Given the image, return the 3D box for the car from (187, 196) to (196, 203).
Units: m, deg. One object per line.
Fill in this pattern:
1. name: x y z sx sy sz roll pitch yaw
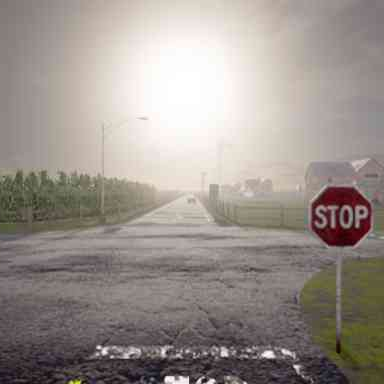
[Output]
1. car: -0.061 1.570 71.403 2.128 1.511 4.902 0 0 0
